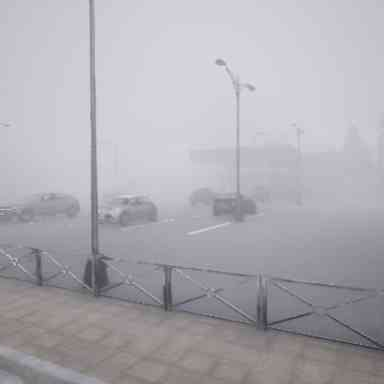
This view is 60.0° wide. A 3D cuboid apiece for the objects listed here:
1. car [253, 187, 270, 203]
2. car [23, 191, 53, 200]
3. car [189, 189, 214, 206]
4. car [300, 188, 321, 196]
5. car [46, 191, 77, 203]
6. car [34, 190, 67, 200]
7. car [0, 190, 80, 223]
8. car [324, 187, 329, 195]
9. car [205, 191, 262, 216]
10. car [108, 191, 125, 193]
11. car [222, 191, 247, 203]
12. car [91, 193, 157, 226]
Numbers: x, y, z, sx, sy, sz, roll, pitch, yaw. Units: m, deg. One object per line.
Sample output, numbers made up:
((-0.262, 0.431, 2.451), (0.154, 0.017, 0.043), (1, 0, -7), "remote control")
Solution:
((8.112, 0.323, 40.119), (1.905, 1.878, 3.866), (0, 1, 28), "car")
((-27.578, 0.553, 59.728), (2.007, 1.523, 4.514), (0, 1, 28), "car")
((1.511, 0.493, 34.724), (1.932, 1.855, 4.605), (0, 1, 28), "car")
((24.592, 0.073, 69.865), (4.611, 1.667, 2.242), (0, 1, 28), "car")
((-17.942, 0.688, 45.955), (1.845, 1.501, 3.633), (0, 1, 28), "car")
((-24.785, 0.545, 58.298), (2.152, 1.636, 5.027), (0, 1, 28), "car")
((-9.435, 0.881, 20.865), (2.152, 1.636, 5.027), (0, 1, 28), "car")
((31.082, -0.200, 72.817), (3.866, 1.878, 1.905), (0, 1, 28), "car")
((2.929, 0.890, 22.630), (2.007, 1.523, 4.514), (0, 1, 28), "car")
((-9.144, 0.673, 41.216), (2.007, 1.523, 4.514), (0, 1, 28), "car")
((5.469, 0.594, 42.227), (1.970, 1.475, 3.806), (0, 1, 28), "car")
((-3.619, 0.957, 18.133), (1.970, 1.475, 3.806), (0, 1, 28), "car")
